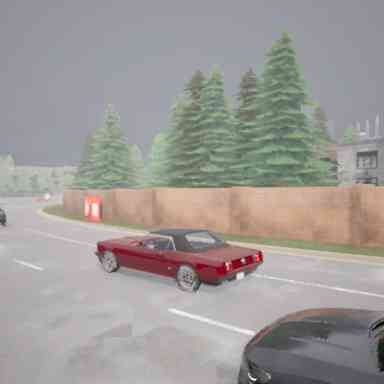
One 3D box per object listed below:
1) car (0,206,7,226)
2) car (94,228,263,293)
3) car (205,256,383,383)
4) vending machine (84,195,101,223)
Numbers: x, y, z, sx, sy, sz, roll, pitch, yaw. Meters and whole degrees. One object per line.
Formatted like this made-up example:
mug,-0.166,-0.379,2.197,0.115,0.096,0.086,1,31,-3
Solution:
car,-14.479,1.592,23.621,2.128,1.511,4.902,0,0,-38
car,-0.593,1.645,9.069,4.718,1.301,1.895,0,0,39
car,2.668,1.519,2.224,4.892,1.490,1.837,0,0,35
vending machine,-7.850,1.315,26.240,1.100,2.100,0.880,0,0,-39
